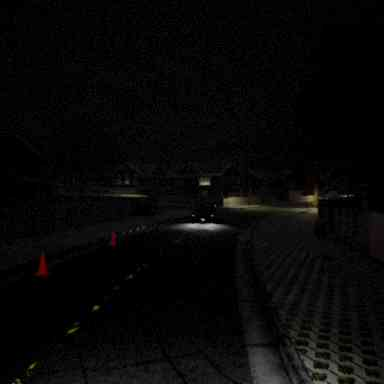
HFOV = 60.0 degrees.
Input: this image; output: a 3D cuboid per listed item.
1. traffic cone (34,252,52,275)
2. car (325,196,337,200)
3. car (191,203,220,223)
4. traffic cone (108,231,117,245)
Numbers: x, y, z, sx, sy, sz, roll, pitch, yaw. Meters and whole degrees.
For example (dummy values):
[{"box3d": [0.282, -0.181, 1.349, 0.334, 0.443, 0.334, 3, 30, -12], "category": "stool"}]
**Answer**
[{"box3d": [-4.082, 1.945, 9.100, 0.340, 0.580, 0.340, 0, 0, 6], "category": "traffic cone"}, {"box3d": [28.881, 1.548, 68.838, 5.008, 1.535, 1.882, 0, 0, -44], "category": "car"}, {"box3d": [1.165, 1.564, 25.934, 2.033, 1.411, 5.357, 0, 0, 9], "category": "car"}, {"box3d": [-3.366, 1.950, 14.187, 0.340, 0.580, 0.340, 0, 0, 10], "category": "traffic cone"}]
